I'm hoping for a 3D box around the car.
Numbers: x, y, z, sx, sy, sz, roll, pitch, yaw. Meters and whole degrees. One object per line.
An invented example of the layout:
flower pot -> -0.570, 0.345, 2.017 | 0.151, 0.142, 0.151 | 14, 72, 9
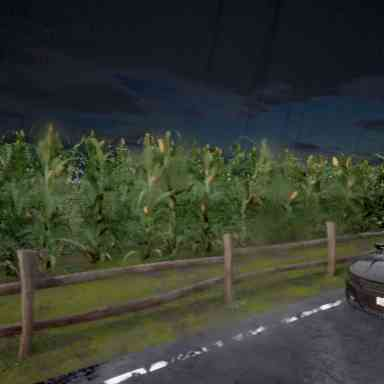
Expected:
car -> 5.094, 1.484, 6.734 | 5.008, 1.535, 1.882 | 0, 0, -36
